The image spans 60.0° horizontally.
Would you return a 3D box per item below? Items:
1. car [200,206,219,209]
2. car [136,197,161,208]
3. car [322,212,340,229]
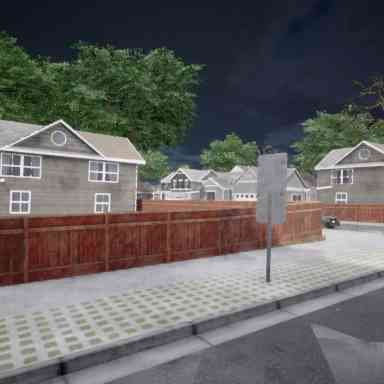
[{"bbox_3d":[1.882,1.886,30.855,1.895,1.301,4.718,2,-2,-36],"label":"car"},{"bbox_3d":[-5.538,1.634,40.877,2.150,2.045,5.566,3,-2,-37],"label":"car"},{"bbox_3d":[7.751,1.726,22.567,1.994,1.385,4.181,3,-2,-36],"label":"car"}]
